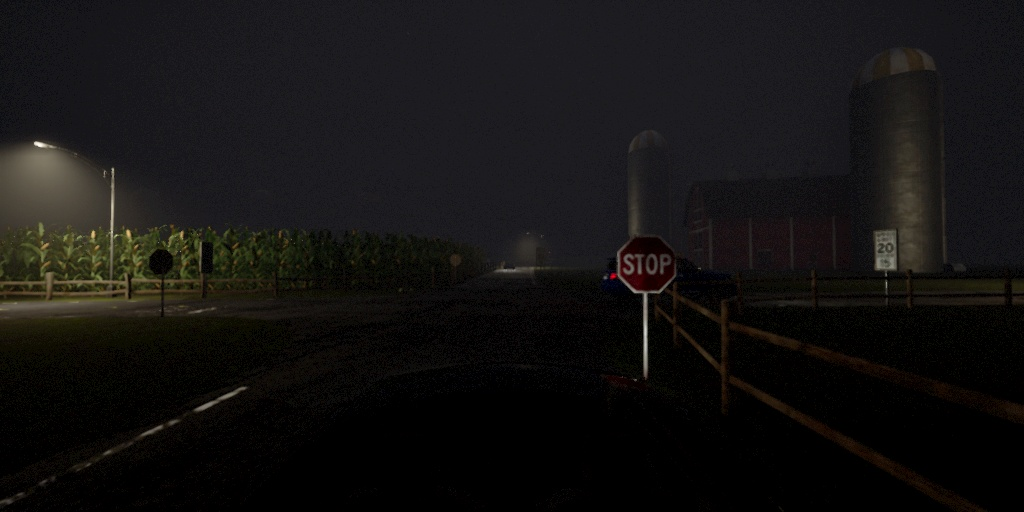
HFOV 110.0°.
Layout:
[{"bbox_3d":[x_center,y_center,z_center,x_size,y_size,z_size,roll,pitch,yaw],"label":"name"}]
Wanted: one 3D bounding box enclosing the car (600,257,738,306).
[{"bbox_3d":[6.701,1.022,15.609,5.566,2.045,2.150,0,-1,-2],"label":"car"}]
